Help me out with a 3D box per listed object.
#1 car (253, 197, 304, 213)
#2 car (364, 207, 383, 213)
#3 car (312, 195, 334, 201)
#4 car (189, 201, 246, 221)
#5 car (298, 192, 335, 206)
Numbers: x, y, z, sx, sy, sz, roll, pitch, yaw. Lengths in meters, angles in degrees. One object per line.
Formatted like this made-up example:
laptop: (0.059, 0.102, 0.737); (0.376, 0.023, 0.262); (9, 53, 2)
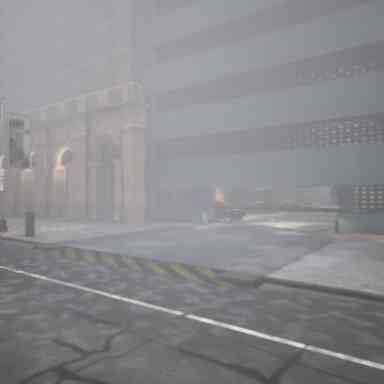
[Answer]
car: (8.975, 1.512, 35.441); (4.718, 1.301, 1.895); (0, 0, 35)
car: (14.242, 1.327, 22.516); (4.674, 1.452, 2.002); (0, 0, 35)
car: (33.057, 1.563, 83.824); (4.892, 1.521, 2.231); (0, 0, 35)
car: (1.914, 1.462, 26.227); (4.786, 1.482, 2.161); (0, 0, 35)
car: (19.015, 1.082, 51.001); (5.566, 2.045, 2.435); (0, 0, 35)
